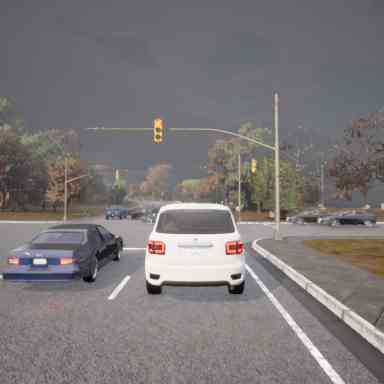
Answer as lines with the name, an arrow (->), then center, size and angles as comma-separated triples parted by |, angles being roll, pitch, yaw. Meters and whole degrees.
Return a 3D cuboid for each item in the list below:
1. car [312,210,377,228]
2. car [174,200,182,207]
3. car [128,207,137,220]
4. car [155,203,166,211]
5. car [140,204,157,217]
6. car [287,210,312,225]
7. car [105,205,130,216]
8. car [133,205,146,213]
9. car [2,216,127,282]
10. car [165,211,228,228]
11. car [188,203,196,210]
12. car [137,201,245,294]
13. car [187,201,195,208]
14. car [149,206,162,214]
car -> 13.555, 2.327, 29.148 | 4.902, 1.511, 2.128 | 0, -3, -3
car -> -3.660, 3.074, 87.387 | 1.882, 1.535, 5.008 | 0, 0, -3
car -> -7.121, 3.133, 45.738 | 1.895, 1.301, 4.718 | 0, -2, -1
car -> -7.057, 3.364, 75.885 | 2.033, 1.411, 5.357 | 0, 0, 0
car -> -7.132, 2.995, 55.266 | 2.150, 2.045, 5.566 | 0, -1, 0
car -> 11.791, 2.481, 32.608 | 4.902, 1.511, 2.128 | 0, -3, -1
car -> -10.643, 2.798, 47.095 | 2.150, 2.045, 5.566 | 0, -2, -2
car -> -10.561, 3.465, 67.671 | 1.895, 1.301, 4.718 | 0, 0, 0
car -> -3.425, 1.662, 9.977 | 2.033, 1.411, 5.357 | 0, -1, 0
car -> 0.393, 2.379, 29.044 | 5.357, 1.411, 2.033 | 0, -3, 1
car -> -0.059, 3.315, 77.591 | 1.837, 1.490, 4.892 | 0, 0, 0
car -> 0.076, 1.318, 9.125 | 2.150, 2.045, 5.566 | 0, -1, 0
car -> -0.184, 3.267, 87.743 | 1.837, 1.490, 4.892 | 0, 0, -3
car -> -7.089, 3.467, 65.188 | 1.895, 1.301, 4.718 | 0, 0, 0
